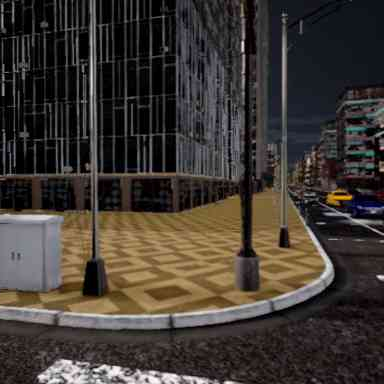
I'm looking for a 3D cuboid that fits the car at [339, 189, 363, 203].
[{"bbox_3d":[19.878,0.450,41.688,1.837,1.490,4.892,0,1,15],"label":"car"}]

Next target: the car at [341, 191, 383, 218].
[{"bbox_3d":[11.806,0.905,22.785,1.812,1.442,4.674,0,1,15],"label":"car"}]

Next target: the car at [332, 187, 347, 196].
[{"bbox_3d":[28.819,-0.151,65.102,1.967,1.590,4.097,0,1,15],"label":"car"}]

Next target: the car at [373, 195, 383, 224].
[{"bbox_3d":[9.296,1.084,13.492,2.128,1.511,4.902,0,1,15],"label":"car"}]

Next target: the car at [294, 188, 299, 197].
[{"bbox_3d":[14.376,0.482,42.080,1.887,1.381,4.507,0,1,15],"label":"car"}]

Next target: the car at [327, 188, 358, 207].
[{"bbox_3d":[14.578,0.625,32.895,1.882,1.535,5.008,0,1,15],"label":"car"}]

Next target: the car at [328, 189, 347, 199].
[{"bbox_3d":[22.331,0.290,51.259,1.994,1.385,4.181,0,1,15],"label":"car"}]

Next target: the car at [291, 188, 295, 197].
[{"bbox_3d":[17.263,0.240,52.884,2.008,1.369,4.403,0,1,15],"label":"car"}]

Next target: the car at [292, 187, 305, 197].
[{"bbox_3d":[18.661,0.006,58.294,1.967,1.590,4.097,0,1,15],"label":"car"}]

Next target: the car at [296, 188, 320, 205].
[{"bbox_3d":[12.932,0.611,36.678,2.008,1.369,4.403,0,1,15],"label":"car"}]

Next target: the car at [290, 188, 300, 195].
[{"bbox_3d":[21.469,-0.100,69.124,1.802,1.307,4.206,0,1,15],"label":"car"}]

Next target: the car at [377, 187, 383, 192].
[{"bbox_3d":[20.545,0.422,34.639,2.192,1.841,5.009,0,1,15],"label":"car"}]
